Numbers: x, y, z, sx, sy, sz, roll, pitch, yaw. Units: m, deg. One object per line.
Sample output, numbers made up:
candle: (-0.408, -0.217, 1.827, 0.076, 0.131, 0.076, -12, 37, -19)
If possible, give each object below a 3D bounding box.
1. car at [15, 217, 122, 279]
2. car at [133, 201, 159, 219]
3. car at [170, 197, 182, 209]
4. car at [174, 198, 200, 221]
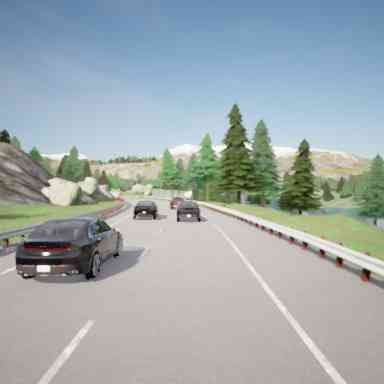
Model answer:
car: (-3.402, 1.508, 10.036, 1.837, 1.490, 4.892, 0, 0, 0)
car: (-3.997, 1.487, 29.179, 1.882, 1.535, 5.008, 0, 0, -4)
car: (-1.966, 1.445, 44.540, 2.033, 1.649, 4.856, 0, 0, -7)
car: (-0.360, 1.512, 27.023, 1.837, 1.490, 4.892, 0, 0, -3)
